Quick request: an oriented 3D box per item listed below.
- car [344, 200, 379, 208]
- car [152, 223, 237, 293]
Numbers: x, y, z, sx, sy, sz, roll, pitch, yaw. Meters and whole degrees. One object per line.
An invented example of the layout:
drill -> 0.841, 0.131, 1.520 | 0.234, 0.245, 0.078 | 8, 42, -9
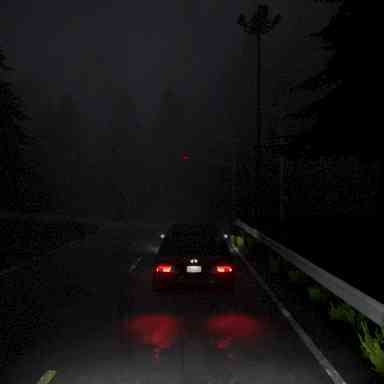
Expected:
car -> 15.004, 1.435, 28.662 | 4.181, 1.385, 1.994 | -5, -2, 21
car -> 0.055, 1.547, 8.985 | 2.033, 1.411, 5.357 | 0, 0, 0
